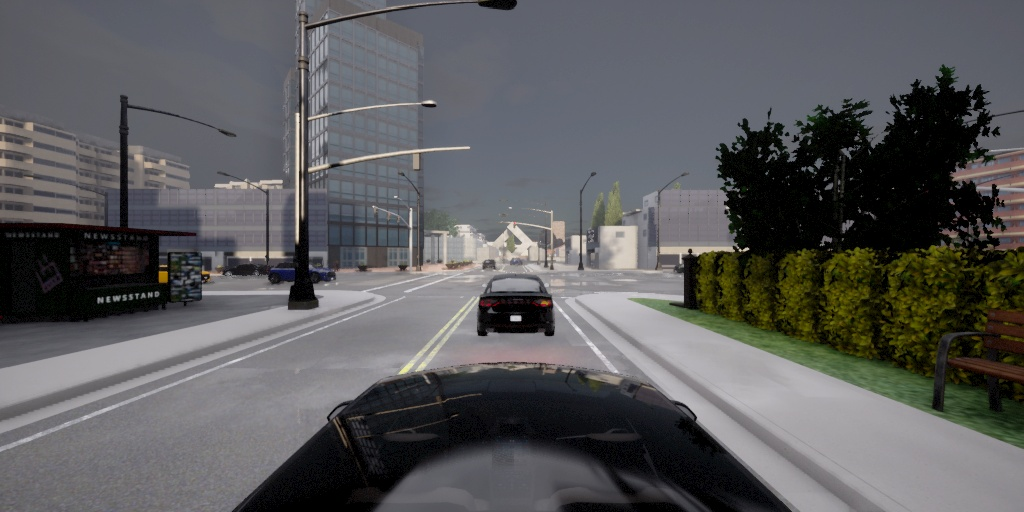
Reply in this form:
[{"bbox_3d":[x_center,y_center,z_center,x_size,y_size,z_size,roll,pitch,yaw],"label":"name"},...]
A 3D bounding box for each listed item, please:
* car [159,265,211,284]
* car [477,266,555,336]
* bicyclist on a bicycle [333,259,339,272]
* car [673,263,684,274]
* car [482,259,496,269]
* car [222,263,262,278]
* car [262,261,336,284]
[{"bbox_3d":[-26.398,1.454,27.957,5.008,1.535,1.882,-1,0,0],"label":"car"},{"bbox_3d":[0.109,1.228,10.391,1.882,1.535,5.008,0,0,1],"label":"car"},{"bbox_3d":[-21.823,1.216,44.450,0.582,1.620,1.656,-1,0,0],"label":"bicyclist on a bicycle"},{"bbox_3d":[19.988,1.057,38.837,4.553,1.767,2.097,0,0,0],"label":"car"},{"bbox_3d":[-3.380,1.227,54.173,1.882,1.535,5.008,0,0,0],"label":"car"},{"bbox_3d":[-28.374,1.507,38.647,4.892,1.490,1.837,-1,0,0],"label":"car"},{"bbox_3d":[-16.286,1.209,27.994,4.553,1.767,2.097,-1,0,0],"label":"car"}]
